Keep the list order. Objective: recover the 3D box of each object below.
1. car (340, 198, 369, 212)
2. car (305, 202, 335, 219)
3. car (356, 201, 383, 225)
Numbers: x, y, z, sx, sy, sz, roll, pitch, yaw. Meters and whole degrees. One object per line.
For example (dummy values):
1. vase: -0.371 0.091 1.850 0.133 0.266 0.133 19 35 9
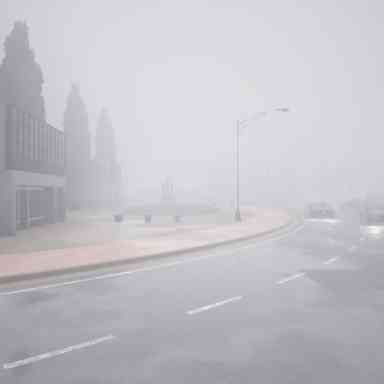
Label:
1. car: 19.278 1.491 39.018 2.128 1.511 4.902 0 0 -3
2. car: 11.170 1.564 29.240 1.994 1.385 4.181 0 0 11
3. car: 13.187 1.564 23.472 1.994 1.385 4.181 0 0 18
